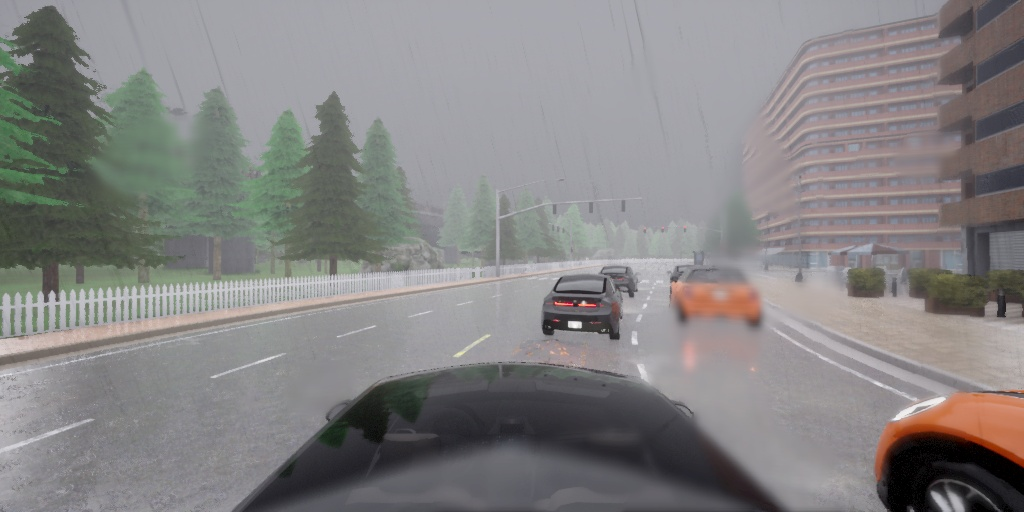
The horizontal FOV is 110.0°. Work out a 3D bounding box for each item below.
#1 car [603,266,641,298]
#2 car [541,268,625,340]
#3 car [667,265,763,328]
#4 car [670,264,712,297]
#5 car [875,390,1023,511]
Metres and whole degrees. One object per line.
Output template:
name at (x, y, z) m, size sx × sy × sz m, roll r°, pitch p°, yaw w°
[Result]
car at (5.567, 1.255, 18.895) m, size 1.837 × 1.490 × 4.892 m, roll 0°, pitch 0°, yaw 23°
car at (2.129, 1.255, 10.132) m, size 1.837 × 1.490 × 4.892 m, roll 0°, pitch 0°, yaw 18°
car at (6.454, 1.102, 11.801) m, size 2.097 × 1.767 × 4.553 m, roll 0°, pitch 0°, yaw 21°
car at (9.905, 1.255, 20.166) m, size 1.837 × 1.490 × 4.892 m, roll 0°, pitch 0°, yaw 23°
car at (3.750, 1.104, 0.703) m, size 2.097 × 1.767 × 4.553 m, roll 0°, pitch 0°, yaw -2°
